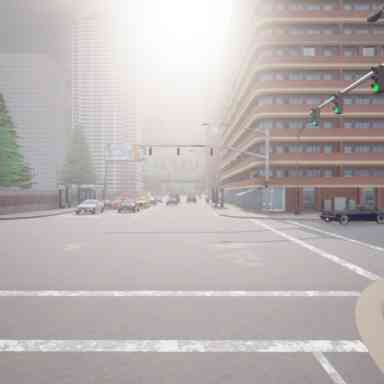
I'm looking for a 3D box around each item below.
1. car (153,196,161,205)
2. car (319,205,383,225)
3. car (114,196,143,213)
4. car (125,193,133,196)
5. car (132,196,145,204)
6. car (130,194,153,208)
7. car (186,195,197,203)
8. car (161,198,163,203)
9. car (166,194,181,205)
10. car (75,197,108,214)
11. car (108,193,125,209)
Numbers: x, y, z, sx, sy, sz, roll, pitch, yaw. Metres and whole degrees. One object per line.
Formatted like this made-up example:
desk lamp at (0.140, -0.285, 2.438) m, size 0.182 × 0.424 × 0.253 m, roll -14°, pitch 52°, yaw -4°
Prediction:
car at (-7.153, 1.491, 57.464) m, size 2.128 × 1.511 × 4.902 m, roll 0°, pitch 0°, yaw 0°
car at (11.393, 1.545, 23.237) m, size 4.718 × 1.301 × 1.895 m, roll 0°, pitch 0°, yaw -13°
car at (-7.133, 1.526, 37.812) m, size 1.812 × 1.442 × 4.674 m, roll 0°, pitch 0°, yaw 0°
car at (-10.662, 1.221, 54.267) m, size 2.150 × 2.045 × 5.566 m, roll 0°, pitch 0°, yaw 0°
car at (-10.610, 1.505, 65.994) m, size 1.837 × 1.490 × 4.892 m, roll 0°, pitch 0°, yaw 0°
car at (-7.157, 1.477, 47.151) m, size 1.882 × 1.535 × 5.008 m, roll 0°, pitch 0°, yaw 0°
car at (-0.089, 1.350, 69.723) m, size 2.097 × 1.767 × 4.553 m, roll 0°, pitch 0°, yaw 0°
car at (-7.098, 1.526, 68.269) m, size 1.812 × 1.442 × 4.674 m, roll 0°, pitch 0°, yaw 0°
car at (-3.473, 1.547, 58.234) m, size 2.033 × 1.411 × 5.357 m, roll 0°, pitch 0°, yaw 0°
car at (-10.644, 1.526, 34.976) m, size 1.812 × 1.442 × 4.674 m, roll 0°, pitch 0°, yaw 2°
car at (-10.654, 1.352, 43.923) m, size 2.097 × 1.767 × 4.553 m, roll 0°, pitch 0°, yaw 0°
